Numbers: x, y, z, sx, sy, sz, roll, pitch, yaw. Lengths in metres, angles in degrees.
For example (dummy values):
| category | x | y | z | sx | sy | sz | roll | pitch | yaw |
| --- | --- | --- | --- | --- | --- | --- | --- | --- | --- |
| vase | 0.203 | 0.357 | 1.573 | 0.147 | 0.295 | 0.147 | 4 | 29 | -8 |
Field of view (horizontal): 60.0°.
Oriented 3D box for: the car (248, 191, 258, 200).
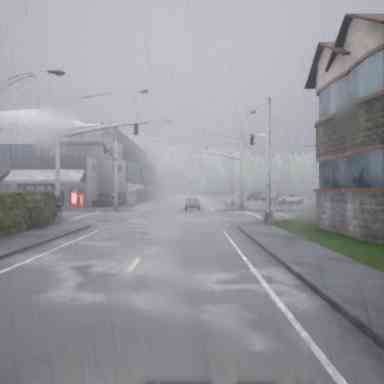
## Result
| category | x | y | z | sx | sy | sz | roll | pitch | yaw |
| --- | --- | --- | --- | --- | --- | --- | --- | --- | --- |
| car | 14.137 | 0.806 | 68.920 | 3.866 | 1.878 | 1.905 | 0 | 0 | 0 |

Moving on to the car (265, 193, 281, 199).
| category | x | y | z | sx | sy | sz | roll | pitch | yaw |
| --- | --- | --- | --- | --- | --- | --- | --- | --- | --- |
| car | 21.274 | 1.035 | 87.434 | 3.806 | 1.475 | 1.970 | 0 | 0 | 0 |

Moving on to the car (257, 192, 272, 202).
| category | x | y | z | sx | sy | sz | roll | pitch | yaw |
| --- | --- | --- | --- | --- | --- | --- | --- | --- | --- |
| car | 14.144 | 0.935 | 56.126 | 5.027 | 1.636 | 2.152 | 0 | 0 | 0 |

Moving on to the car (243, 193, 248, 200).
| category | x | y | z | sx | sy | sz | roll | pitch | yaw |
| --- | --- | --- | --- | --- | --- | --- | --- | --- | --- |
| car | 13.724 | 0.814 | 71.826 | 4.605 | 1.855 | 1.932 | 0 | 0 | 0 |

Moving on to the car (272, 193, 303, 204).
| category | x | y | z | sx | sy | sz | roll | pitch | yaw |
| --- | --- | --- | --- | --- | --- | --- | --- | --- | --- |
| car | 14.471 | 1.040 | 49.709 | 3.806 | 1.475 | 1.970 | 0 | 0 | 0 |

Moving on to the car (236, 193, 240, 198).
| category | x | y | z | sx | sy | sz | roll | pitch | yaw |
| --- | --- | --- | --- | --- | --- | --- | --- | --- | --- |
| car | 13.852 | 1.014 | 90.410 | 3.633 | 1.501 | 1.845 | 0 | 0 | 0 |

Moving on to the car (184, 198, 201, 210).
| category | x | y | z | sx | sy | sz | roll | pitch | yaw |
| --- | --- | --- | --- | --- | --- | --- | --- | --- | --- |
| car | 0.073 | 1.384 | 39.512 | 2.033 | 1.411 | 5.357 | 0 | 0 | 0 |
